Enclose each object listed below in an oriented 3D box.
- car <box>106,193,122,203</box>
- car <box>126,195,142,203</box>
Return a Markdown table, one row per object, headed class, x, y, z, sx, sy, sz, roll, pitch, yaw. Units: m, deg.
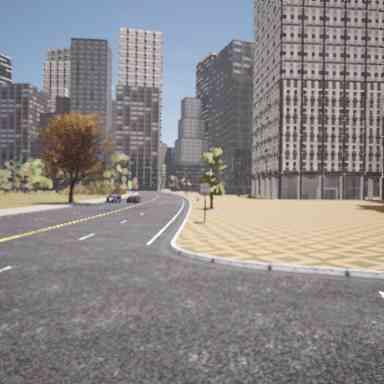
| class | x | y | z | sx | sy | sz | roll | pitch | yaw |
| --- | --- | --- | --- | --- | --- | --- | --- | --- | --- |
| car | -12.690 | 0.989 | 54.293 | 2.128 | 1.511 | 4.902 | 1 | 0 | -1 |
| car | -9.442 | 1.099 | 54.351 | 1.994 | 1.385 | 4.181 | 1 | 0 | -1 |
